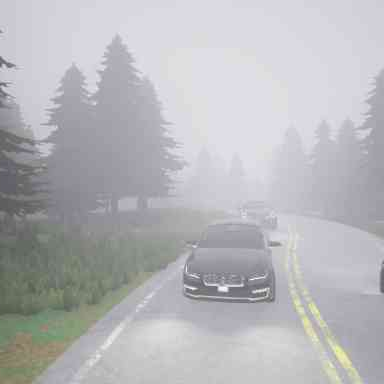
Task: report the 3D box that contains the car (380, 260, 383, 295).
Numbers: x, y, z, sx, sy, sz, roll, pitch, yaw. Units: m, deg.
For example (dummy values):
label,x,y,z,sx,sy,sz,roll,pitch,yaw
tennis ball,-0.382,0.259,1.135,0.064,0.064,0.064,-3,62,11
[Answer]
label,x,y,z,sx,sy,sz,roll,pitch,yaw
car,4.488,1.309,4.639,2.097,1.767,4.553,-1,0,8

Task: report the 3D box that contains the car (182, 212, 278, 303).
label,x,y,z,sx,sy,sz,roll,pitch,yaw
car,1.082,1.496,8.405,1.837,1.490,4.892,-1,0,12

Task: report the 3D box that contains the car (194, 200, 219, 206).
label,x,y,z,sx,sy,sz,roll,pitch,yaw
car,1.870,1.799,44.853,1.812,1.442,4.674,3,-5,-35

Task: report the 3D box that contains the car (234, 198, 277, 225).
label,x,y,z,sx,sy,sz,roll,pitch,yaw
car,3.854,1.270,20.361,2.097,1.767,4.553,-1,0,5

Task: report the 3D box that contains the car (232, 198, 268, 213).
label,x,y,z,sx,sy,sz,roll,pitch,yaw
car,6.164,1.411,35.733,1.837,1.490,4.892,2,-1,-16
